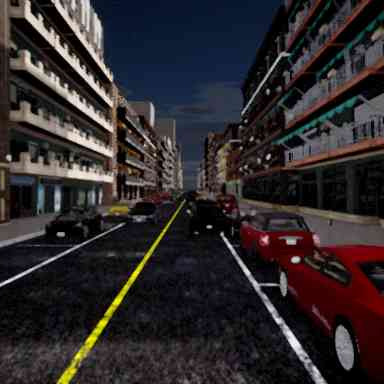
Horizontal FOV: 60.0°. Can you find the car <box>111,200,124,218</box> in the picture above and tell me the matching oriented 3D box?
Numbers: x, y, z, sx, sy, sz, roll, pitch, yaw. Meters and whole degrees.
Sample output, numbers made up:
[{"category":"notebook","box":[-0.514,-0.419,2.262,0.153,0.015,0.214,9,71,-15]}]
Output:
[{"category":"car","box":[-5.689,1.328,27.720,1.752,1.417,4.829,0,0,0]}]

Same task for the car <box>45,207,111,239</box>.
[{"category":"car","box":[-5.690,1.448,16.617,1.947,1.339,4.313,0,0,0]}]

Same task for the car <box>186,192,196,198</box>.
[{"category":"car","box":[0.000,1.124,52.659,1.837,1.490,4.892,0,0,0]}]

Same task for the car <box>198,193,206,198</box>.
[{"category":"car","box":[2.691,0.884,89.885,1.887,1.381,4.507,0,0,0]}]

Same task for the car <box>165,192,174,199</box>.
[{"category":"car","box":[-5.689,0.823,84.252,1.967,1.590,4.097,0,0,0]}]

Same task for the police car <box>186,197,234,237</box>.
[{"category":"police car","box":[0.755,1.303,17.217,1.930,1.638,5.238,0,0,0]}]

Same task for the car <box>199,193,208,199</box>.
[{"category":"car","box":[2.691,0.949,78.783,1.752,1.417,4.829,0,0,0]}]

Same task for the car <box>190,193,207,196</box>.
[{"category":"car","box":[0.900,1.216,33.301,1.801,1.575,5.366,0,0,0]}]

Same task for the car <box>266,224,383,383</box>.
[{"category":"car","box":[2.691,1.506,5.342,1.887,1.381,4.507,0,0,0]}]

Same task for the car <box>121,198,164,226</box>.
[{"category":"car","box":[-3.100,1.370,21.880,1.812,1.442,4.674,0,0,0]}]

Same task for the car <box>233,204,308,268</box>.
[{"category":"car","box":[2.691,1.362,10.978,1.967,1.590,4.097,0,0,0]}]

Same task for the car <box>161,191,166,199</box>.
[{"category":"car","box":[-5.689,0.950,50.435,2.192,1.841,5.009,0,0,0]}]

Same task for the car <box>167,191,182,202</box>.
[{"category":"car","box":[-3.027,0.766,63.020,2.150,2.045,5.566,0,0,1]}]

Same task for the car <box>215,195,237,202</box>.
[{"category":"car","box":[2.693,1.116,27.885,2.192,1.841,5.009,0,0,0]}]

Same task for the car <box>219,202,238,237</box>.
[{"category":"car","box":[2.692,1.433,16.614,2.008,1.369,4.403,0,0,0]}]

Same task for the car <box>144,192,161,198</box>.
[{"category":"car","box":[-5.690,1.117,44.799,1.967,1.590,4.097,0,0,0]}]
